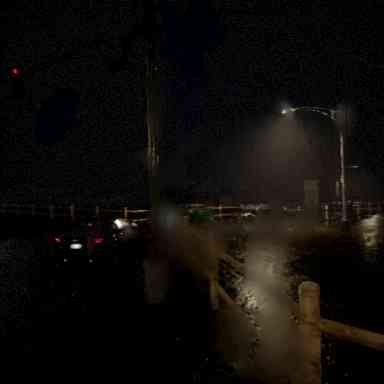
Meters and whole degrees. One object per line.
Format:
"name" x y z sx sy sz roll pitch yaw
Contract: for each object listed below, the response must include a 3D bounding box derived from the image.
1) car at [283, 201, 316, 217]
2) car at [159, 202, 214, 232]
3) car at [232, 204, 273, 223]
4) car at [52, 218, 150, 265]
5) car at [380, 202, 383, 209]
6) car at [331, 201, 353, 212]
"car" 11.662 1.738 36.087 2.097 1.767 4.553 -2 -2 41
"car" -0.601 1.577 21.915 2.097 1.767 4.553 -2 -2 41
"car" 5.379 1.792 28.819 2.128 1.511 4.902 -2 -2 41
"car" -2.973 1.586 11.728 1.994 1.385 4.181 -2 -1 12
"car" 31.681 2.102 53.582 1.994 1.385 4.181 -2 -2 41
"car" 21.166 2.013 46.972 2.128 1.511 4.902 -2 -2 41
